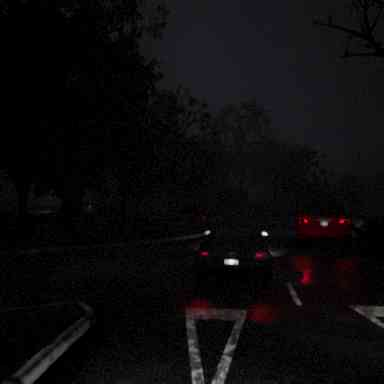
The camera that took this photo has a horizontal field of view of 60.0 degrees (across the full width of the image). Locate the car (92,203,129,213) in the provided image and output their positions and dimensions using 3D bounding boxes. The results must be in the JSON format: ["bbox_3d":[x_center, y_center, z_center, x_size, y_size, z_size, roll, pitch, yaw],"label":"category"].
[{"bbox_3d":[-11.398,2.373,47.801,4.674,1.442,1.812,0,-1,18],"label":"car"}]

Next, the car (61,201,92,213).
[{"bbox_3d":[-17.557,2.245,50.696,4.553,1.767,2.097,0,-1,-9],"label":"car"}]

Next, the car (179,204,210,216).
[{"bbox_3d":[0.300,2.271,41.636,1.812,1.442,4.674,1,-2,-40],"label":"car"}]

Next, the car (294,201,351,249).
[{"bbox_3d":[6.167,1.430,16.022,2.150,2.045,5.566,0,-1,18],"label":"car"}]

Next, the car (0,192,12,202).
[{"bbox_3d":[-42.192,1.428,73.940,1.946,1.575,5.366,1,2,-19],"label":"car"}]

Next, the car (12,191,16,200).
[{"bbox_3d":[-43.977,1.203,79.162,1.946,1.575,5.366,1,2,-19],"label":"car"}]

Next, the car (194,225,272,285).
[{"bbox_3d":[1.284,1.657,9.871,1.994,1.385,4.181,0,-1,10],"label":"car"}]
